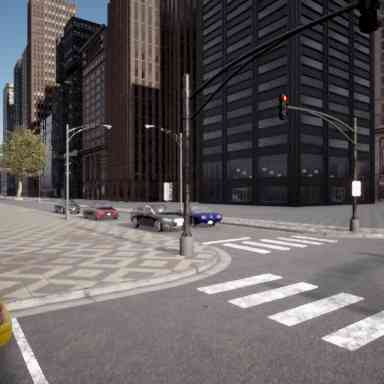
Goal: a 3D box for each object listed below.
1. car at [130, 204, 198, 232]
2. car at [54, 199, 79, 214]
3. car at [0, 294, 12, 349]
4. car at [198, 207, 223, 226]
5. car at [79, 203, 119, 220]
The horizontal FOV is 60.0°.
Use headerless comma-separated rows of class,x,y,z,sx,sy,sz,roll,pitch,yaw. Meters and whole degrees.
car,-2.113,1.533,20.542,2.128,1.511,4.902,0,0,-36
car,-13.893,1.595,36.911,1.837,1.490,4.892,0,0,-36
car,-4.600,1.526,3.368,4.829,1.417,1.752,0,0,-36
car,-0.072,1.637,22.979,1.895,1.301,4.718,0,0,-35
car,-7.868,1.629,28.539,1.994,1.385,4.181,0,0,-35
